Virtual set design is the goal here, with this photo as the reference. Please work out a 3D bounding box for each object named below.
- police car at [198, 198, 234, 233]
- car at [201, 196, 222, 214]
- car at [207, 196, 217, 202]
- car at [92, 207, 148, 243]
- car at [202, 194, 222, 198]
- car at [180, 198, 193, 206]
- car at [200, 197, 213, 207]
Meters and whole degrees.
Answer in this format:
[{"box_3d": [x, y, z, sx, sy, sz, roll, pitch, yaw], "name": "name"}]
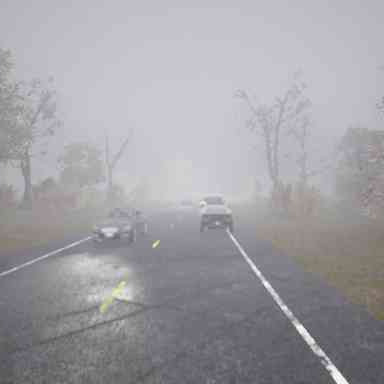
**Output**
[{"box_3d": [1.402, 1.428, 19.992, 1.930, 1.638, 5.238, 0, 0, 2], "name": "police car"}, {"box_3d": [2.134, 1.369, 35.765, 2.097, 1.767, 4.553, 0, 0, 3], "name": "car"}, {"box_3d": [4.620, 1.570, 75.283, 2.033, 1.411, 5.357, 0, 0, 7], "name": "car"}, {"box_3d": [-3.341, 1.490, 16.130, 2.128, 1.511, 4.902, 0, 0, 2], "name": "car"}, {"box_3d": [1.814, 1.235, 29.860, 2.150, 2.045, 5.566, 0, 0, 3], "name": "car"}, {"box_3d": [-0.899, 1.679, 56.584, 1.895, 1.301, 4.718, 0, 0, 6], "name": "car"}, {"box_3d": [2.284, 1.569, 52.749, 1.837, 1.490, 4.892, 0, 0, 5], "name": "car"}]
